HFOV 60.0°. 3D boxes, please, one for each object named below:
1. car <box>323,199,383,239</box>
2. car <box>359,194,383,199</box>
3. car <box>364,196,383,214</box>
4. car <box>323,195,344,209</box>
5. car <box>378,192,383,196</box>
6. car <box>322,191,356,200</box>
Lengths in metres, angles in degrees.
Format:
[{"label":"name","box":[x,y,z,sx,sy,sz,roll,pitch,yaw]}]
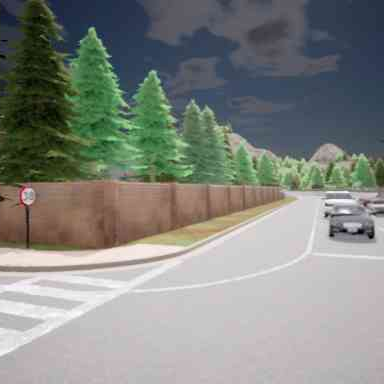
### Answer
[{"label":"car","box":[7.647,1.307,16.290,2.128,1.511,4.902,0,1,22]},{"label":"car","box":[19.557,1.173,37.143,1.895,1.301,4.718,0,1,22]},{"label":"car","box":[15.866,1.274,27.708,1.895,1.301,4.718,0,1,21]},{"label":"car","box":[16.457,1.122,38.848,2.033,1.411,5.357,0,1,21]},{"label":"car","box":[27.104,0.804,46.735,2.097,1.767,4.553,0,1,21]},{"label":"car","box":[11.534,0.931,26.258,2.150,2.045,5.566,0,1,21]}]
